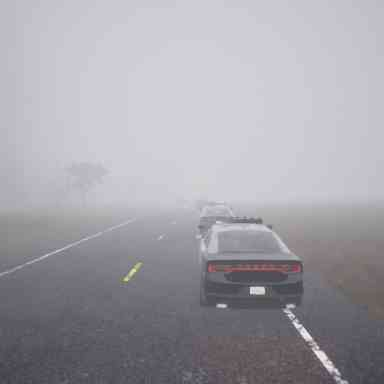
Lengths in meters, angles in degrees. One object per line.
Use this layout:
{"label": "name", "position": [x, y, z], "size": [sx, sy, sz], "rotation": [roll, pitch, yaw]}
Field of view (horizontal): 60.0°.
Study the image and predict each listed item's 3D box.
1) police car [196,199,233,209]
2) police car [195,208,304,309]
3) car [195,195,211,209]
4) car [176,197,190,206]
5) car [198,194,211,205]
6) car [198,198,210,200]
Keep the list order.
{"label": "police car", "position": [1.310, 1.426, 18.050], "size": [1.930, 1.638, 5.238], "rotation": [0, 0, 1]}
{"label": "police car", "position": [1.117, 1.425, 8.085], "size": [1.930, 1.638, 5.238], "rotation": [0, 0, 1]}
{"label": "car", "position": [1.450, 1.497, 45.940], "size": [1.837, 1.490, 4.892], "rotation": [0, 0, 4]}
{"label": "car", "position": [-1.488, 1.552, 54.610], "size": [1.994, 1.385, 4.181], "rotation": [0, 0, 4]}
{"label": "car", "position": [2.342, 1.335, 60.020], "size": [2.097, 1.767, 4.553], "rotation": [0, 0, 4]}
{"label": "car", "position": [1.486, 1.456, 24.107], "size": [1.801, 1.575, 5.366], "rotation": [0, 0, 2]}
